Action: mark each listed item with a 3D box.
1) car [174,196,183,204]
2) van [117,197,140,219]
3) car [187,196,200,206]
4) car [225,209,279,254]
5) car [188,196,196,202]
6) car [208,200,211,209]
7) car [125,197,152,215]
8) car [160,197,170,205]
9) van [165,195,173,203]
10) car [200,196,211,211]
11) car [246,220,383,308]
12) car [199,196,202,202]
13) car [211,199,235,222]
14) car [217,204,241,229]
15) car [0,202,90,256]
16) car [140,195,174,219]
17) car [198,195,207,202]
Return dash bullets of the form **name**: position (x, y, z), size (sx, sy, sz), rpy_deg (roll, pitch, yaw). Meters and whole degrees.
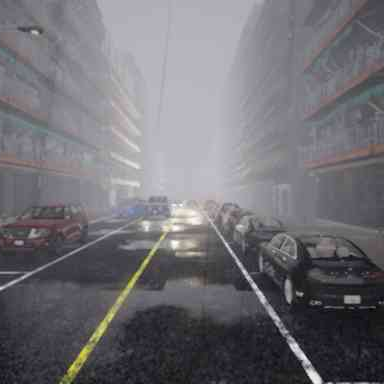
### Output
- **car**: position (-2.997, 1.906, 71.313), size (1.895, 1.301, 4.718), rpy_deg (0, 0, 0)
- **van**: position (-5.690, 1.448, 30.436), size (1.690, 1.788, 3.998), rpy_deg (0, 0, 0)
- **car**: position (0.003, 1.767, 61.964), size (2.128, 1.511, 4.902), rpy_deg (0, 0, 0)
- **car**: position (2.691, 1.596, 13.428), size (2.008, 1.369, 4.403), rpy_deg (0, 0, 0)
- **car**: position (0.004, 1.799, 81.742), size (1.812, 1.442, 4.674), rpy_deg (0, 0, 0)
- **car**: position (2.690, 1.689, 30.414), size (1.802, 1.307, 4.206), rpy_deg (0, 0, 0)
- **car**: position (-5.691, 1.450, 36.096), size (2.192, 1.841, 5.009), rpy_deg (0, 0, 0)
- **car**: position (-5.690, 1.848, 69.897), size (1.752, 1.417, 4.829), rpy_deg (0, 0, 0)
- **van**: position (-5.691, 1.740, 81.391), size (1.690, 1.788, 3.998), rpy_deg (0, 0, 0)
- **car**: position (2.362, 1.650, 43.361), size (1.882, 1.535, 5.008), rpy_deg (0, 0, 0)
- **car**: position (2.691, 1.577, 7.765), size (2.008, 1.369, 4.403), rpy_deg (0, 0, 0)
- **car**: position (2.691, 1.803, 58.720), size (1.887, 1.381, 4.507), rpy_deg (0, 0, 0)
- **car**: position (2.691, 1.525, 24.751), size (1.967, 1.590, 4.097), rpy_deg (0, 0, 0)
- **car**: position (2.691, 1.609, 19.090), size (1.887, 1.381, 4.507), rpy_deg (0, 0, 0)
- **car**: position (-5.690, 1.360, 13.450), size (2.192, 1.841, 5.009), rpy_deg (0, 0, 0)
- **car**: position (-3.096, 1.329, 30.620), size (2.150, 2.045, 5.566), rpy_deg (0, 0, 0)
- **car**: position (2.690, 1.755, 87.029), size (2.192, 1.841, 5.009), rpy_deg (0, 0, 0)
